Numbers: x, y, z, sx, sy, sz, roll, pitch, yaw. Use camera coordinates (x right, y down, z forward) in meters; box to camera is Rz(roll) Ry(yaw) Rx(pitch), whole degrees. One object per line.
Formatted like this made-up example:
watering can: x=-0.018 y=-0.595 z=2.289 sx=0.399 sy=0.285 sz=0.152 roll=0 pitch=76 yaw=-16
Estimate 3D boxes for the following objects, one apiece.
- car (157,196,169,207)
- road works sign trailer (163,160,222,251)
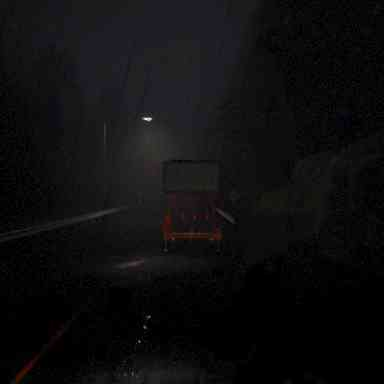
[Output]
car: x=-4.214 y=1.387 z=50.158 sx=1.882 sy=1.535 sz=5.008 roll=0 pitch=0 yaw=0
road works sign trailer: x=0.009 y=0.439 z=14.016 sx=2.380 sy=3.560 sz=2.880 roll=0 pitch=0 yaw=0
